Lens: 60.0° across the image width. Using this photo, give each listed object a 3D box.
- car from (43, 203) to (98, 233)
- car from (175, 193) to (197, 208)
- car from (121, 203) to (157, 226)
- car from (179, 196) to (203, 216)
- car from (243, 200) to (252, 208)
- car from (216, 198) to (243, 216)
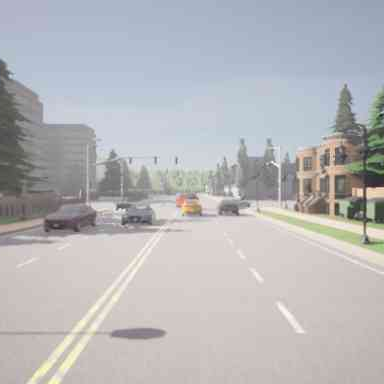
[{"bbox_3d":[-7.090,1.467,19.896,1.882,1.535,5.008,0,0,0],"label":"car"},{"bbox_3d":[-0.686,1.202,43.714,2.150,2.045,5.566,0,0,-14],"label":"car"},{"bbox_3d":[-3.584,1.552,22.996,1.994,1.385,4.181,0,0,0],"label":"car"},{"bbox_3d":[0.005,1.461,31.985,1.882,1.535,5.008,0,0,0],"label":"car"},{"bbox_3d":[5.978,1.502,44.292,4.674,1.442,1.812,0,0,-44],"label":"car"},{"bbox_3d":[3.507,1.489,32.806,1.837,1.490,4.892,0,0,0],"label":"car"}]
